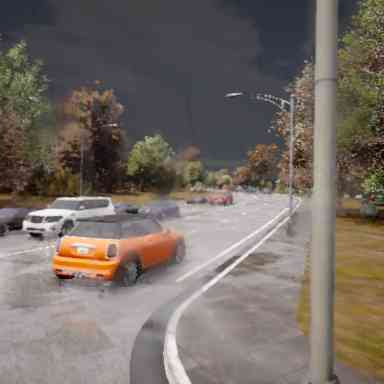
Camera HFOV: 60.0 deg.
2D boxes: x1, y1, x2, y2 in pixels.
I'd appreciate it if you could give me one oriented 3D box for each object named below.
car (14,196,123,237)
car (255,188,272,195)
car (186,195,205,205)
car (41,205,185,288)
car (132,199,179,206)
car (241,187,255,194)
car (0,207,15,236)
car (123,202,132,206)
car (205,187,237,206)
[{"bbox_3d":[-6.350,1.274,18.089,2.150,2.045,5.566,1,0,21],"label":"car"},{"bbox_3d":[18.770,-0.122,85.095,2.033,1.411,5.357,1,2,-9],"label":"car"},{"bbox_3d":[0.754,1.068,46.571,1.994,1.385,4.181,1,2,21],"label":"car"},{"bbox_3d":[-1.854,1.448,9.914,2.097,1.767,4.553,1,-1,21],"label":"car"},{"bbox_3d":[-2.680,1.369,27.778,2.097,1.767,4.553,1,1,21],"label":"car"},{"bbox_3d":[15.150,-0.427,85.917,2.097,1.767,4.553,1,2,-9],"label":"car"},{"bbox_3d":[-9.830,1.547,18.793,2.033,1.411,5.357,1,0,21],"label":"car"},{"bbox_3d":[-5.991,1.531,28.950,1.994,1.385,4.181,1,1,20],"label":"car"},{"bbox_3d":[4.031,0.777,45.317,2.150,2.045,5.566,1,2,21],"label":"car"}]
